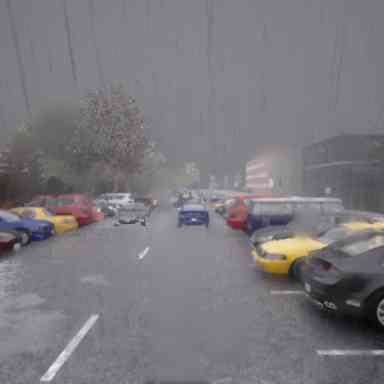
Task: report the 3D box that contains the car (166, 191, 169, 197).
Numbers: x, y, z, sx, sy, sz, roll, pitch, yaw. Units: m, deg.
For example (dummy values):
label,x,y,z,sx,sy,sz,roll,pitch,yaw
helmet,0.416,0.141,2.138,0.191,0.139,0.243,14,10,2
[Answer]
label,x,y,z,sx,sy,sz,roll,pitch,yaw
car,-8.178,1.142,74.025,4.892,1.521,2.231,0,0,0

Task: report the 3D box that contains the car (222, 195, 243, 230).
label,x,y,z,sx,sy,sz,roll,pitch,yaw
car,4.573,1.206,17.224,5.566,2.045,2.435,0,0,0

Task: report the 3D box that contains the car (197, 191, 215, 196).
label,x,y,z,sx,sy,sz,roll,pitch,yaw
car,4.205,1.158,68.378,5.366,1.575,1.946,0,0,0

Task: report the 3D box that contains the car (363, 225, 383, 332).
label,x,y,z,sx,sy,sz,roll,pitch,yaw
car,4.572,1.352,3.307,4.553,1.767,2.185,0,0,0

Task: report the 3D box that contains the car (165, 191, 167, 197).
label,x,y,z,sx,sy,sz,roll,pitch,yaw
car,-8.184,1.161,68.253,5.008,1.535,2.097,0,0,0

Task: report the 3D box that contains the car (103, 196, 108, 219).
label,x,y,z,sx,sy,sz,roll,pitch,yaw
car,-8.502,1.323,22.790,4.553,1.767,2.185,0,0,0

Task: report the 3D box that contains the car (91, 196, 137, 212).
label,x,y,z,sx,sy,sz,roll,pitch,yaw
car,-8.499,1.299,36.715,4.553,1.767,2.185,0,0,0

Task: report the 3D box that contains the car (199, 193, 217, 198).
label,x,y,z,sx,sy,sz,roll,pitch,yaw
car,4.470,0.947,93.829,5.008,1.535,2.097,0,1,0

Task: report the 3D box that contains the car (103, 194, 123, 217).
label,x,y,z,sx,sy,sz,roll,pitch,yaw
car,-8.564,1.314,28.235,4.553,1.767,2.185,0,0,0

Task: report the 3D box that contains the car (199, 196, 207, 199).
label,x,y,z,sx,sy,sz,roll,pitch,yaw
car,0.364,1.493,40.124,2.033,1.411,5.357,0,0,5

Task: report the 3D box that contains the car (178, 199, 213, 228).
label,x,y,z,sx,sy,sz,roll,pitch,yaw
car,0.106,1.448,21.689,1.882,1.535,5.008,0,0,0

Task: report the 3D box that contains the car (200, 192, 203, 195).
label,x,y,z,sx,sy,sz,roll,pitch,yaw
car,4.379,1.211,65.552,4.674,1.452,2.002,0,0,0

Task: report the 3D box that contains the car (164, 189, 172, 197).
label,x,y,z,sx,sy,sz,roll,pitch,yaw
car,-8.117,0.860,82.370,5.566,2.045,2.435,0,0,0

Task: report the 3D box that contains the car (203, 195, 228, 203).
label,x,y,z,sx,sy,sz,roll,pitch,yaw
car,4.371,1.221,62.726,4.674,1.452,2.002,0,0,0

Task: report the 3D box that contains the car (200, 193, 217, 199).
label,x,y,z,sx,sy,sz,roll,pitch,yaw
car,4.459,1.047,91.004,4.674,1.452,2.002,0,1,0

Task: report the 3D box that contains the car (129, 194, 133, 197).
label,x,y,z,sx,sy,sz,roll,pitch,yaw
car,-8.560,1.179,33.930,5.566,2.045,2.435,0,0,0

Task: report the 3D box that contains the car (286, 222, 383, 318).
label,x,y,z,sx,sy,sz,roll,pitch,yaw
car,4.536,1.475,6.092,4.892,1.521,2.231,0,0,0

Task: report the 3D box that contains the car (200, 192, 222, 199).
label,x,y,z,sx,sy,sz,roll,pitch,yaw
car,4.336,1.221,59.900,4.792,1.488,2.163,0,0,0

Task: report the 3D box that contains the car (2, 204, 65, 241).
label,x,y,z,sx,sy,sz,roll,pitch,yaw
car,-8.541,1.462,14.436,5.008,1.535,2.097,0,0,0

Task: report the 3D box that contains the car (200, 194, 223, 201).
label,x,y,z,sx,sy,sz,roll,pitch,yaw
car,4.401,1.141,74.029,5.008,1.535,2.097,0,0,0

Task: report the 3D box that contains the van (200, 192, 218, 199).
label,x,y,z,sx,sy,sz,roll,pitch,yaw
van,4.323,0.872,85.210,4.442,1.987,1.878,0,0,0

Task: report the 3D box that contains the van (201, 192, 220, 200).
label,x,y,z,sx,sy,sz,roll,pitch,yaw
van,4.306,0.895,79.680,4.442,1.987,1.878,0,0,0

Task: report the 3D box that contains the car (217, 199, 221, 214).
label,x,y,z,sx,sy,sz,roll,pitch,yaw
car,4.576,1.473,25.574,4.792,1.488,2.163,0,0,0

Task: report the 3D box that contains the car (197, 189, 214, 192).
label,x,y,z,sx,sy,sz,roll,pitch,yaw
car,4.443,0.880,76.854,5.566,2.045,2.435,0,0,0

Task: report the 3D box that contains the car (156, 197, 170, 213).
label,x,y,z,sx,sy,sz,roll,pitch,yaw
car,-3.511,1.548,35.785,1.895,1.301,4.718,0,0,1

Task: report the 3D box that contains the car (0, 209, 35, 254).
label,x,y,z,sx,sy,sz,roll,pitch,yaw
car,-8.507,1.496,11.650,4.792,1.488,2.163,0,0,0

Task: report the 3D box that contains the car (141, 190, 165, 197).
label,x,y,z,sx,sy,sz,roll,pitch,yaw
car,-8.166,1.045,65.553,4.553,1.767,2.185,0,0,0

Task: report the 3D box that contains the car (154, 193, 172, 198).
label,x,y,z,sx,sy,sz,roll,pitch,yaw
car,-8.139,0.978,93.812,4.792,1.488,2.163,0,1,0

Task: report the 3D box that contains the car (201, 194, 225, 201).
label,x,y,z,sx,sy,sz,roll,pitch,yaw
car,4.403,1.151,71.204,5.008,1.535,2.097,0,0,0

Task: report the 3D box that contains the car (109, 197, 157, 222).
label,x,y,z,sx,sy,sz,roll,pitch,yaw
car,-3.494,1.287,20.567,1.837,1.490,4.892,0,0,0

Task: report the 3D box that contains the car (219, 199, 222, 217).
label,x,y,z,sx,sy,sz,roll,pitch,yaw
car,4.553,1.449,22.791,4.892,1.521,2.231,0,0,0

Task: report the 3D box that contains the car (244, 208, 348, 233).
label,x,y,z,sx,sy,sz,roll,pitch,yaw
car,4.550,1.467,11.658,4.892,1.521,2.231,0,0,0

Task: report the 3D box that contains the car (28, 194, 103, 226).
label,x,y,z,sx,sy,sz,roll,pitch,yaw
car,-8.563,1.202,19.880,5.566,2.045,2.435,0,0,0

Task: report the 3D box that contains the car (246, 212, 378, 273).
label,x,y,z,sx,sy,sz,roll,pitch,yaw
car,4.357,1.467,8.875,5.366,1.575,1.946,0,0,0

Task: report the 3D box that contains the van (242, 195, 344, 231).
label,x,y,z,sx,sy,sz,roll,pitch,yaw
van,4.661,1.236,14.441,4.442,1.987,1.878,0,0,0

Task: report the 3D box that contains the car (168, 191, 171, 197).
label,x,y,z,sx,sy,sz,roll,pitch,yaw
car,-8.124,1.151,79.547,4.792,1.488,2.163,0,0,0

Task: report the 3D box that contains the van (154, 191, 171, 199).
label,x,y,z,sx,sy,sz,roll,pitch,yaw
van,-7.998,0.782,90.981,4.442,1.987,1.878,0,1,0

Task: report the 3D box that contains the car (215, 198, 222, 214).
label,x,y,z,sx,sy,sz,roll,pitch,yaw
car,4.545,1.479,28.357,4.674,1.452,2.002,0,0,0

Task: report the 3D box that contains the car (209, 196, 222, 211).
label,x,y,z,sx,sy,sz,roll,pitch,yaw
car,4.734,1.427,33.924,5.366,1.575,1.946,0,0,0

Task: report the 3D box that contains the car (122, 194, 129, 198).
label,x,y,z,sx,sy,sz,roll,pitch,yaw
car,-8.563,1.309,31.020,4.553,1.767,2.185,0,0,0

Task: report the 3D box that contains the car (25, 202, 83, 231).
label,x,y,z,sx,sy,sz,roll,pitch,yaw
car,-8.721,1.455,17.096,5.366,1.575,1.946,0,0,0

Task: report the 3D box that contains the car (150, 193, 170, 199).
label,x,y,z,sx,sy,sz,roll,pitch,yaw
car,-8.131,1.097,85.206,5.008,1.535,2.097,0,0,0
